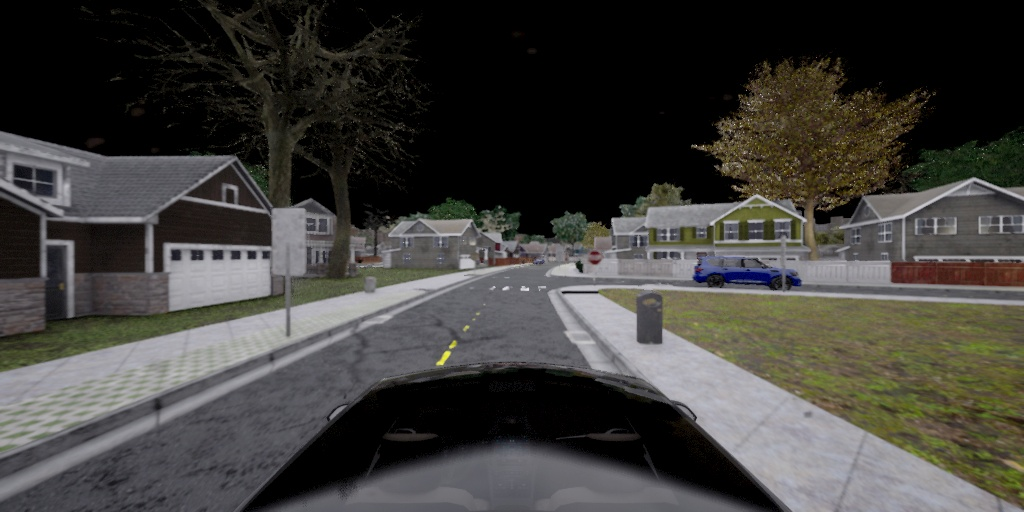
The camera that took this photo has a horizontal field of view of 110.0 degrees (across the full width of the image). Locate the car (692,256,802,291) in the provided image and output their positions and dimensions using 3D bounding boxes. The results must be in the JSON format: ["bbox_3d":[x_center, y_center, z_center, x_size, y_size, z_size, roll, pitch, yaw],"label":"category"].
[{"bbox_3d":[14.212,1.041,22.037,5.566,2.045,2.150,0,0,26],"label":"car"}]
